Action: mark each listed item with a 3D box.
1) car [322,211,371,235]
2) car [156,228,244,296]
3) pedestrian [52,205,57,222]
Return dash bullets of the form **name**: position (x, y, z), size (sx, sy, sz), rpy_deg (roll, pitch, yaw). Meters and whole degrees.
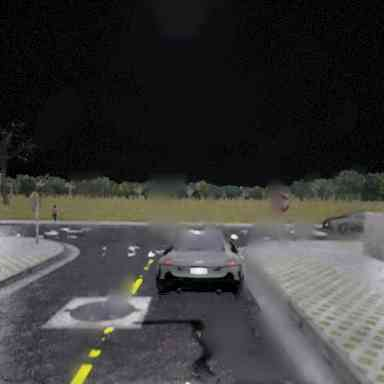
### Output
- **car**: position (10.440, 1.903, 20.867), size (4.181, 1.385, 1.994), rpy_deg (1, 0, 0)
- **car**: position (0.289, 1.641, 8.950), size (1.994, 1.385, 4.181), rpy_deg (0, -1, 4)
- **pedestrian**: position (-9.735, 1.203, 23.613), size (0.375, 1.860, 0.375), rpy_deg (0, -1, 0)
